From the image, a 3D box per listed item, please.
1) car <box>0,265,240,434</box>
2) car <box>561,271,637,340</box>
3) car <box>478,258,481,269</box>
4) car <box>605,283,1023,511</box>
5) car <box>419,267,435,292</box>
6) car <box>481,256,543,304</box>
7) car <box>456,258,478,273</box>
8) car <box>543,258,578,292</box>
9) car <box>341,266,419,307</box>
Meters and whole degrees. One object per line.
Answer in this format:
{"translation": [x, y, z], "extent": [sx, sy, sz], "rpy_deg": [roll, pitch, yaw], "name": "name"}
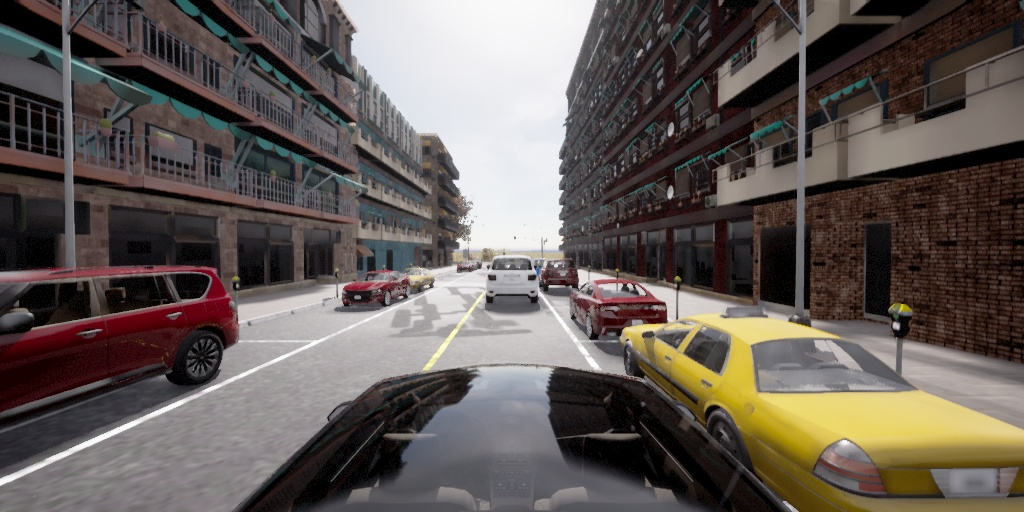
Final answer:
{"translation": [-5.691, 1.061, 4.169], "extent": [2.192, 1.841, 5.009], "rpy_deg": [0, 0, 0], "name": "car"}
{"translation": [2.689, 1.289, 9.887], "extent": [1.888, 1.381, 4.507], "rpy_deg": [0, 0, 0], "name": "car"}
{"translation": [-5.691, 1.263, 49.495], "extent": [2.007, 1.370, 4.403], "rpy_deg": [0, 0, 0], "name": "car"}
{"translation": [2.690, 1.271, 4.393], "extent": [1.751, 1.417, 4.829], "rpy_deg": [0, 0, 0], "name": "car"}
{"translation": [-5.691, 1.264, 20.997], "extent": [1.751, 1.417, 4.829], "rpy_deg": [0, 0, 0], "name": "car"}
{"translation": [0.000, 1.000, 16.532], "extent": [2.150, 2.045, 5.566], "rpy_deg": [0, 0, 0], "name": "car"}
{"translation": [-5.691, 1.265, 43.829], "extent": [1.888, 1.381, 4.507], "rpy_deg": [0, 0, 0], "name": "car"}
{"translation": [2.690, 1.054, 21.218], "extent": [2.192, 1.841, 5.009], "rpy_deg": [0, 0, 0], "name": "car"}
{"translation": [-5.691, 1.287, 15.500], "extent": [1.888, 1.381, 4.507], "rpy_deg": [0, 0, 0], "name": "car"}
